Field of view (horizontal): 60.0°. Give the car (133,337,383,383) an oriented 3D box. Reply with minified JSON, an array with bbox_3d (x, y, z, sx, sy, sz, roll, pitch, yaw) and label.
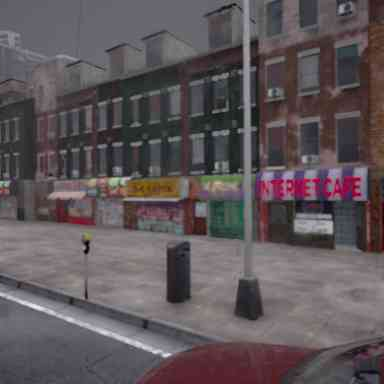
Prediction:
[{"bbox_3d":[1.377,1.582,1.836,4.206,1.307,1.802,0,-1,35],"label":"car"}]
